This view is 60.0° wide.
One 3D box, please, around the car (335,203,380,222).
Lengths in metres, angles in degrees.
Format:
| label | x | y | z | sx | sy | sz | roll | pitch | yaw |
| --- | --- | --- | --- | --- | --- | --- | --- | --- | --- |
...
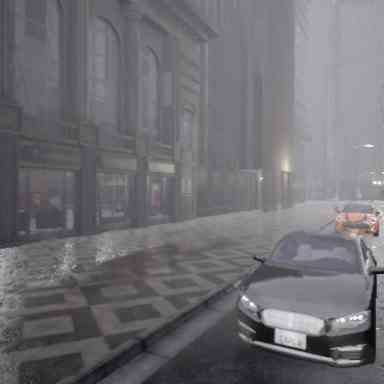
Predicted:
| label | x | y | z | sx | sy | sz | roll | pitch | yaw |
| --- | --- | --- | --- | --- | --- | --- | --- | --- | --- |
| car | 9.466 | 1.438 | 18.995 | 2.097 | 1.767 | 4.553 | 0 | 0 | 29 |

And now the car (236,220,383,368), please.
| label | x | y | z | sx | sy | sz | roll | pitch | yaw |
| --- | --- | --- | --- | --- | --- | --- | --- | --- | --- |
| car | 2.367 | 1.512 | 6.147 | 2.128 | 1.511 | 4.902 | 0 | 0 | 29 |
